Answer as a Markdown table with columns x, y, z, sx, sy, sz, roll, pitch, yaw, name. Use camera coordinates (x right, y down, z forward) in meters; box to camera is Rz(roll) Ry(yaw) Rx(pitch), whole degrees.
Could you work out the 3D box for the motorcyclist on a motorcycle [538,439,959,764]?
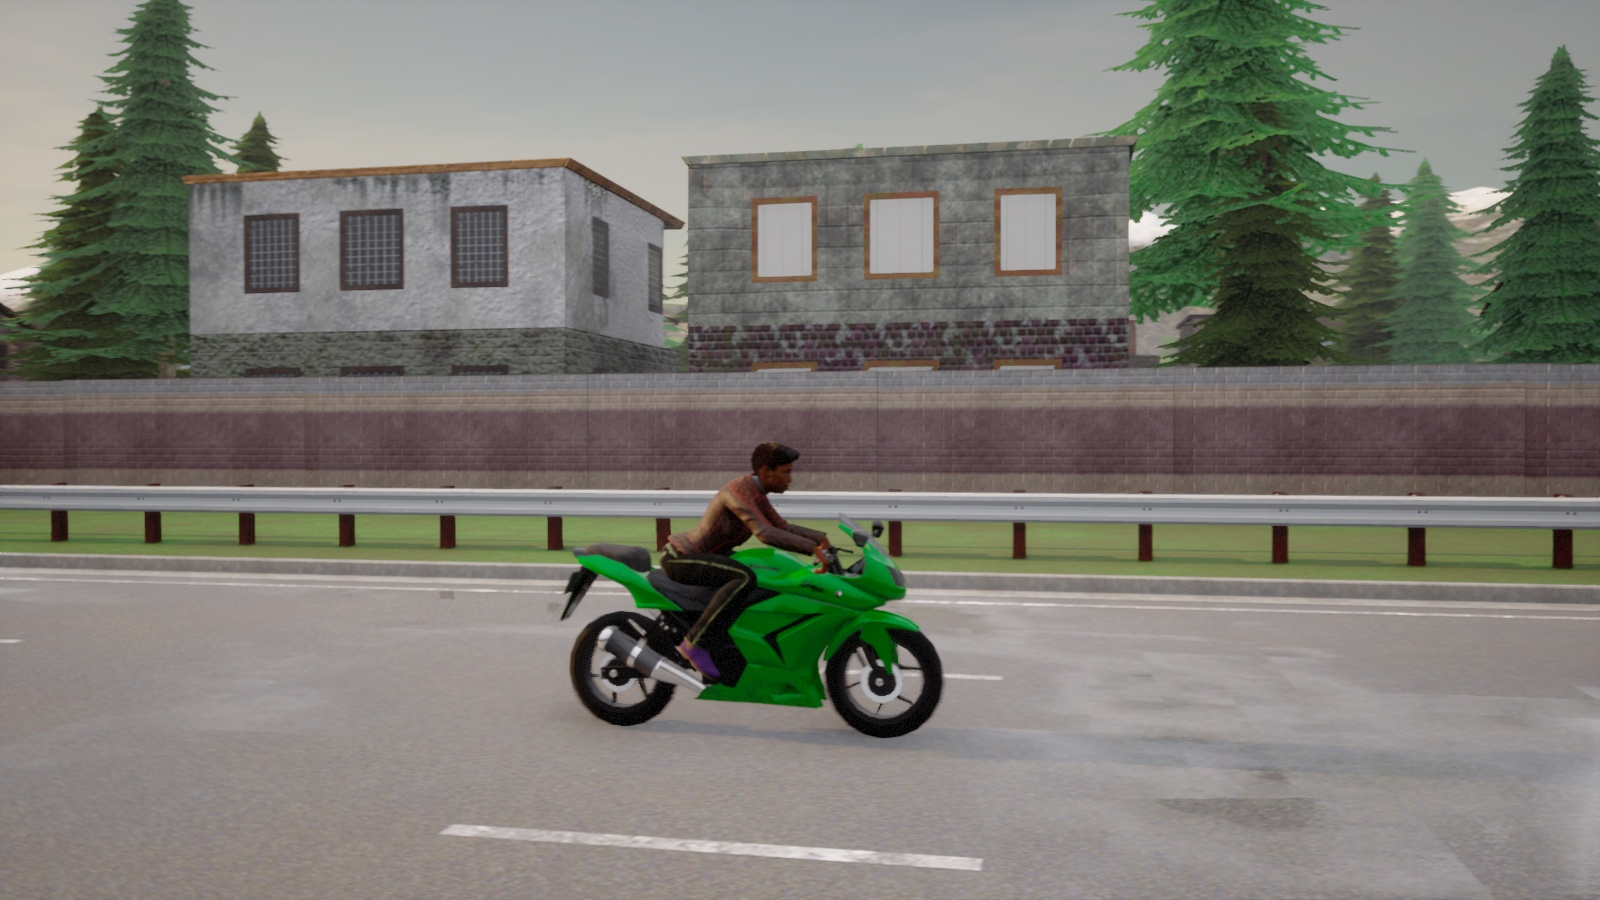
| x | y | z | sx | sy | sz | roll | pitch | yaw | name |
| --- | --- | --- | --- | --- | --- | --- | --- | --- | --- |
| -0.238 | 0.711 | 6.527 | 2.044 | 1.523 | 0.797 | 1 | 1 | 12 | motorcyclist on a motorcycle |
